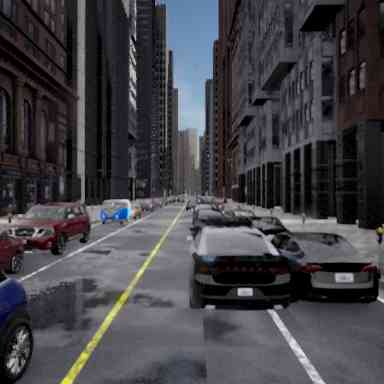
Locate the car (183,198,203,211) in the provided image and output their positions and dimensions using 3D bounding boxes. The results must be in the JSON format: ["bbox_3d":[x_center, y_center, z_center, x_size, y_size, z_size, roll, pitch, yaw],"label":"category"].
[{"bbox_3d":[0.167,1.831,45.395,1.994,1.385,4.181,0,0,1],"label":"car"}]

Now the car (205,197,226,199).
[{"bbox_3d":[2.879,1.525,36.164,2.192,1.841,5.009,0,0,0],"label":"car"}]

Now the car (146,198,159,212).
[{"bbox_3d":[-5.629,1.684,41.778,1.967,1.590,4.097,0,0,0],"label":"car"}]

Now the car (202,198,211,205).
[{"bbox_3d":[2.984,2.000,69.774,1.802,1.307,4.206,0,0,0],"label":"car"}]

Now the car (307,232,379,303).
[{"bbox_3d":[2.790,1.612,8.153,1.947,1.339,4.313,0,0,0],"label":"car"}]

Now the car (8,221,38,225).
[{"bbox_3d":[-5.735,1.628,8.167,1.802,1.307,4.206,0,0,0],"label":"car"}]

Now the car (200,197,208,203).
[{"bbox_3d":[3.037,2.070,86.580,1.887,1.381,4.507,0,0,0],"label":"car"}]

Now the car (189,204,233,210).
[{"bbox_3d":[0.897,1.607,18.010,1.837,1.490,4.892,0,0,0],"label":"car"}]

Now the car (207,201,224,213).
[{"bbox_3d":[2.896,1.826,41.765,1.802,1.307,4.206,0,0,0],"label":"car"}]

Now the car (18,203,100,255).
[{"bbox_3d":[-5.717,1.393,13.770,2.192,1.841,5.009,0,0,0],"label":"car"}]

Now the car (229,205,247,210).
[{"bbox_3d":[2.825,1.661,19.356,2.008,1.369,4.403,0,0,0],"label":"car"}]

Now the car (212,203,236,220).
[{"bbox_3d":[2.861,1.758,30.560,1.802,1.307,4.206,0,0,0],"label":"car"}]

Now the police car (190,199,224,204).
[{"bbox_3d":[0.975,1.563,24.120,1.930,1.638,5.238,0,0,0],"label":"police car"}]

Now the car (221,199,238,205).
[{"bbox_3d":[2.843,1.583,24.960,1.967,1.590,4.097,0,0,0],"label":"car"}]

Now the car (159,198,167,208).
[{"bbox_3d":[-5.594,1.753,52.981,1.967,1.590,4.097,0,0,0],"label":"car"}]

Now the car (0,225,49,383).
[{"bbox_3d":[-3.094,1.366,2.365,2.097,1.767,4.553,0,0,0],"label":"car"}]

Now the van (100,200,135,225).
[{"bbox_3d":[-5.681,1.484,24.973,1.690,1.788,3.998,0,0,0],"label":"van"}]

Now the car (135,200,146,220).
[{"bbox_3d":[-5.665,1.700,30.403,1.752,1.417,4.829,0,0,0],"label":"car"}]

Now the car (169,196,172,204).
[{"bbox_3d":[-5.559,1.949,64.183,1.947,1.339,4.313,0,0,0],"label":"car"}]

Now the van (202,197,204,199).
[{"bbox_3d":[2.932,1.655,52.970,1.690,1.788,3.998,0,0,0],"label":"van"}]

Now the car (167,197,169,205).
[{"bbox_3d":[-5.576,1.930,58.581,1.802,1.307,4.206,0,0,0],"label":"car"}]

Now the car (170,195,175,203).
[{"bbox_3d":[-5.523,2.004,75.386,2.008,1.369,4.403,0,0,0],"label":"car"}]

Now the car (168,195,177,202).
[{"bbox_3d":[-5.470,1.876,92.193,2.192,1.841,5.009,0,0,0],"label":"car"}]

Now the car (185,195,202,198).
[{"bbox_3d":[0.194,1.859,61.667,2.128,1.511,4.902,0,0,0],"label":"car"}]

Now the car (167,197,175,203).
[{"bbox_3d":[-5.488,2.070,86.590,1.887,1.381,4.507,0,0,0],"label":"car"}]

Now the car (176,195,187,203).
[{"bbox_3d":[-2.738,2.007,82.935,1.837,1.490,4.892,0,0,0],"label":"car"}]

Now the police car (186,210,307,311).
[{"bbox_3d":[0.884,1.472,8.118,1.930,1.638,5.238,0,0,0],"label":"police car"}]

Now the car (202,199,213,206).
[{"bbox_3d":[2.966,1.965,64.173,1.802,1.307,4.206,0,0,0],"label":"car"}]
